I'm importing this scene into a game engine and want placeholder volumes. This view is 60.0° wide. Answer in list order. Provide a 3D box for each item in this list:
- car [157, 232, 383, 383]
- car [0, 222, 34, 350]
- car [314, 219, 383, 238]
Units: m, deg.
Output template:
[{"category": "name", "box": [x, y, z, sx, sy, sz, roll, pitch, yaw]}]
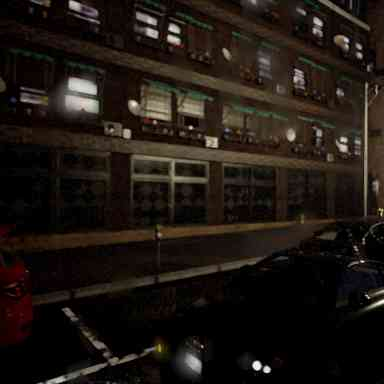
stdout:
[{"category": "car", "box": [1.636, 1.547, 4.544, 4.181, 1.385, 1.994, 0, 0, -35]}, {"category": "car", "box": [-4.364, 1.323, 3.421, 5.009, 1.841, 2.192, 0, 1, -35]}, {"category": "car", "box": [4.912, 1.523, 10.044, 4.313, 1.339, 1.947, 0, 1, -35]}]
